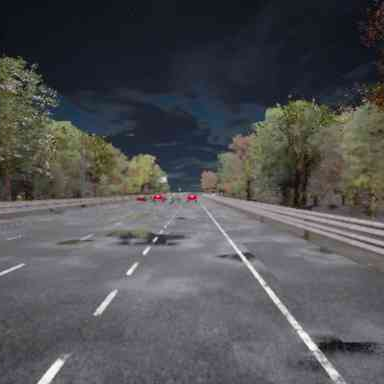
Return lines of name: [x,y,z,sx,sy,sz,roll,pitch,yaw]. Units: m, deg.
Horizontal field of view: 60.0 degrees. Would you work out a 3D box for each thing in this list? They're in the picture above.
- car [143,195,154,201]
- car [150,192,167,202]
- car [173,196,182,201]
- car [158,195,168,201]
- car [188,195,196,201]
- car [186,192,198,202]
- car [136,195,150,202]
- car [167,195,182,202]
car: [-10.465,1.465,80.292,2.128,1.511,4.902,0,0,0]
car: [-6.970,1.065,69.893,2.150,2.045,5.566,0,0,0]
car: [-3.465,1.534,80.319,1.895,1.301,4.718,0,0,0]
car: [-6.965,1.479,80.291,2.033,1.411,5.357,0,0,0]
car: [0.035,1.416,80.288,1.882,1.535,5.008,0,0,0]
car: [0.030,1.065,69.890,2.150,2.045,5.566,0,0,0]
car: [-10.470,1.318,69.864,1.882,1.535,5.008,0,0,0]
car: [-3.469,1.365,69.861,2.128,1.511,4.902,0,0,0]
